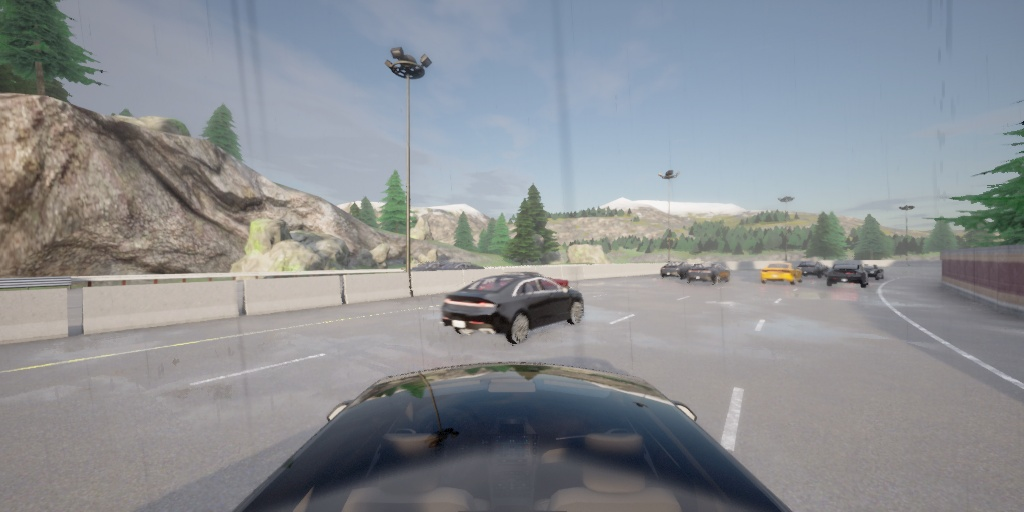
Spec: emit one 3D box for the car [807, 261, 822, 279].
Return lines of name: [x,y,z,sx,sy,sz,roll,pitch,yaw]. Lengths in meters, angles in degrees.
car: [27.777,1.241,33.140,4.902,1.511,2.128,0,0,-39]

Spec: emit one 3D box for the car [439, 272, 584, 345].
car: [0.275,1.241,9.676,2.128,1.511,4.902,0,0,36]

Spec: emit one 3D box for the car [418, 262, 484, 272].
car: [-4.142,1.241,26.872,2.128,1.511,4.902,0,0,41]

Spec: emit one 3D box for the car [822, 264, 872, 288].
car: [22.496,1.254,24.007,4.892,1.490,1.837,0,0,-43]

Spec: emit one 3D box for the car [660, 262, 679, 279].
car: [14.549,1.239,30.966,4.902,1.511,2.128,0,0,-44]

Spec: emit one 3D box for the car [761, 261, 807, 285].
car: [19.817,1.227,26.289,5.008,1.535,1.882,0,0,-44]

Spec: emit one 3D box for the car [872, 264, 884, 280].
car: [30.451,1.350,30.824,4.718,1.301,1.895,0,0,-39]

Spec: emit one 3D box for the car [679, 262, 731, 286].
car: [14.209,1.241,25.779,4.902,1.511,2.128,0,0,-45]

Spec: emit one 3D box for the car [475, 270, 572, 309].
car: [0.675,1.350,15.990,1.895,1.301,4.718,0,0,38]

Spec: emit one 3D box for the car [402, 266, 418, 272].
car: [-6.664,1.241,29.297,2.128,1.511,4.902,0,0,41]
